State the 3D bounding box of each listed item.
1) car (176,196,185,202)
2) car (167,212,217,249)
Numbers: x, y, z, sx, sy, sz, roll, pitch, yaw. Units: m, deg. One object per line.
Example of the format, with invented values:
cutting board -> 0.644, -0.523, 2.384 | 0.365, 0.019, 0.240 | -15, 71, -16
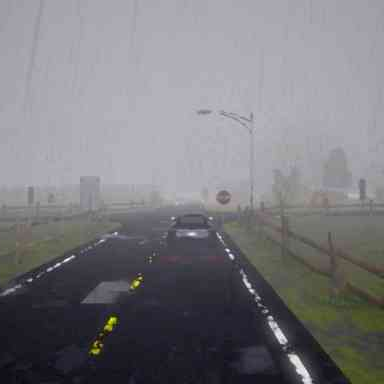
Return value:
car -> -2.749, 1.651, 79.306 | 1.895, 1.301, 4.718 | 0, 0, 0
car -> 0.000, 1.574, 14.650 | 1.994, 1.385, 4.181 | 0, 0, 0
